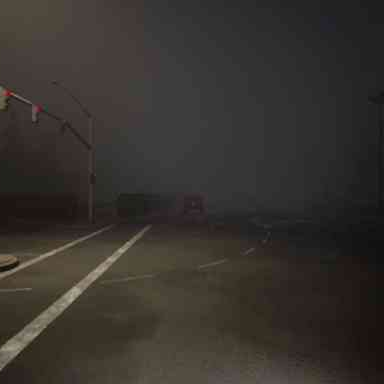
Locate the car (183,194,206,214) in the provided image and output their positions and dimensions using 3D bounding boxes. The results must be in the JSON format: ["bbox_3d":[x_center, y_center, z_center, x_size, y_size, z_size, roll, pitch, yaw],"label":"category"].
[{"bbox_3d":[0.208,1.239,35.826,2.150,2.045,5.566,0,0,3],"label":"car"}]

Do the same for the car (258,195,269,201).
[{"bbox_3d":[16.331,1.347,76.042,1.837,1.490,4.892,0,0,3],"label":"car"}]

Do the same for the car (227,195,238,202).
[{"bbox_3d":[9.341,1.382,76.407,2.128,1.511,4.902,0,0,3],"label":"car"}]

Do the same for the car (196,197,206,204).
[{"bbox_3d":[1.873,1.629,67.645,1.895,1.301,4.718,0,0,3],"label":"car"}]

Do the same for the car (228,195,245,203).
[{"bbox_3d":[8.860,1.372,67.220,2.097,1.767,4.553,0,0,3],"label":"car"}]

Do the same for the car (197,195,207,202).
[{"bbox_3d":[2.350,1.392,76.773,2.128,1.511,4.902,0,0,3],"label":"car"}]

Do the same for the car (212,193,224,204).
[{"bbox_3d":[5.345,1.502,67.016,1.882,1.535,5.008,0,0,3],"label":"car"}]

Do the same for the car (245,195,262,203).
[{"bbox_3d":[12.397,1.366,67.836,2.097,1.767,4.553,0,0,3],"label":"car"}]

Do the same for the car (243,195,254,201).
[{"bbox_3d":[12.836,1.404,76.224,1.994,1.385,4.181,0,0,3],"label":"car"}]

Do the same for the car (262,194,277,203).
[{"bbox_3d":[15.852,1.484,66.884,1.882,1.535,5.008,0,0,3],"label":"car"}]
